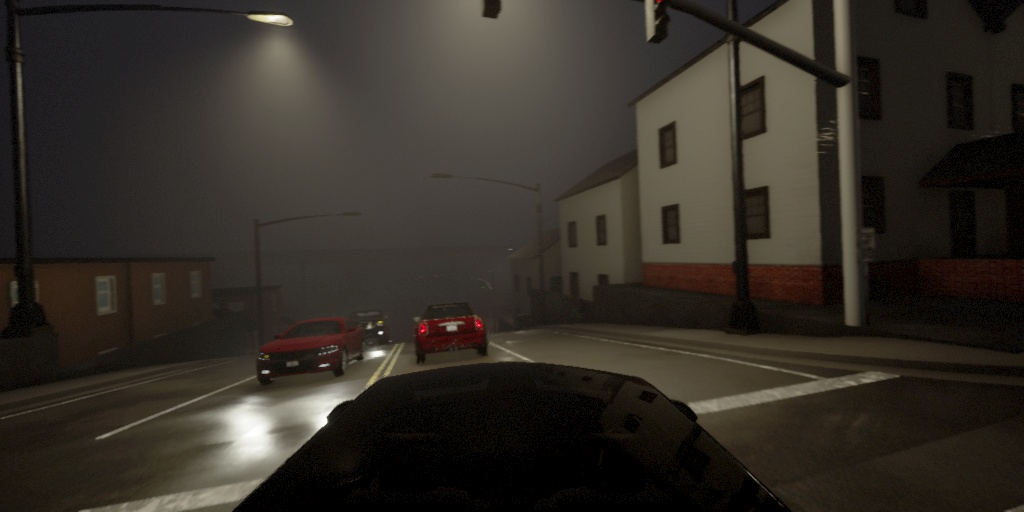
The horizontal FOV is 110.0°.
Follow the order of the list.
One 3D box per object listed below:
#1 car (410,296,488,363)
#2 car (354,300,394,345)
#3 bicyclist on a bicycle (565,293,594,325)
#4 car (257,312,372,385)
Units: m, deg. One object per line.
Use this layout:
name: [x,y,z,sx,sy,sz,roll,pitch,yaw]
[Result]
car: [-2.228,2.398,12.250,2.097,1.767,4.553,-3,-8,-15]
car: [-8.172,4.055,20.281,2.150,2.045,5.566,-3,-13,-15]
bicyclist on a bicycle: [3.534,2.798,18.969,1.656,1.620,0.582,-3,-7,-15]
car: [-5.625,2.581,10.625,1.882,1.535,5.008,-3,-8,-14]
